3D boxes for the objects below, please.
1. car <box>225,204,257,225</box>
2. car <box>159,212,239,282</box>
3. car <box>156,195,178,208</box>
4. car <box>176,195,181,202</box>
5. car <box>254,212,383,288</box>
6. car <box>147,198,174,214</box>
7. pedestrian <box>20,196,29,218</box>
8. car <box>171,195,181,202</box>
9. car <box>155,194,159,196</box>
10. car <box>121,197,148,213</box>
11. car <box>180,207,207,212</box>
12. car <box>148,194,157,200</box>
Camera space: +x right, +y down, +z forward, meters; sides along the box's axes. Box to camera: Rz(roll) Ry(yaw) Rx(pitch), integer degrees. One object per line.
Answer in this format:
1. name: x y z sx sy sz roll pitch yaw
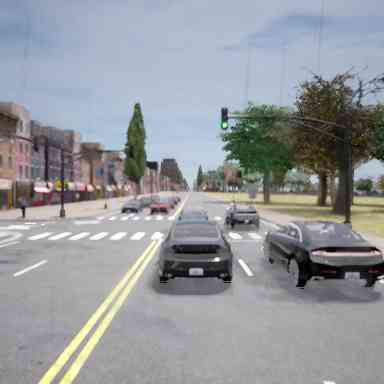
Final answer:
1. car: 3.344 1.577 22.572 2.128 1.511 4.902 0 0 0
2. car: 0.088 1.553 9.882 1.837 1.490 4.892 0 0 0
3. car: -3.344 1.542 44.535 1.994 1.385 4.181 0 1 0
4. car: -3.313 1.472 54.991 1.895 1.301 4.718 0 1 0
5. car: 3.346 1.538 9.357 2.128 1.511 4.902 0 0 0
6. car: -3.347 1.646 35.731 1.895 1.301 4.718 0 0 0
7. pedestrian: -14.128 1.265 27.929 0.375 1.860 0.375 0 -1 0
8. car: -3.245 1.335 67.930 1.895 1.301 4.718 0 1 0
9. car: -6.546 1.197 57.496 2.097 1.767 4.553 0 1 0
10. car: -6.593 1.583 37.455 2.033 1.411 5.357 0 0 0
11. car: 0.095 1.685 22.614 1.895 1.301 4.718 0 0 0
12. car: -6.586 1.457 47.278 1.837 1.490 4.892 0 1 0
